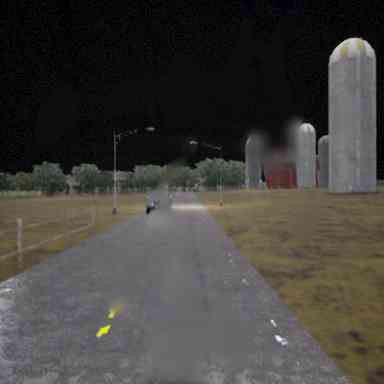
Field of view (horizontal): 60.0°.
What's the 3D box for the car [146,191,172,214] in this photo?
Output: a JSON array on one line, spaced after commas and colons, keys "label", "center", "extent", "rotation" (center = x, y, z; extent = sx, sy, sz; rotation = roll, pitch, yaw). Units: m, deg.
[{"label": "car", "center": [-3.064, 0.931, 31.753], "extent": [2.150, 2.045, 5.566], "rotation": [0, 1, -1]}]
